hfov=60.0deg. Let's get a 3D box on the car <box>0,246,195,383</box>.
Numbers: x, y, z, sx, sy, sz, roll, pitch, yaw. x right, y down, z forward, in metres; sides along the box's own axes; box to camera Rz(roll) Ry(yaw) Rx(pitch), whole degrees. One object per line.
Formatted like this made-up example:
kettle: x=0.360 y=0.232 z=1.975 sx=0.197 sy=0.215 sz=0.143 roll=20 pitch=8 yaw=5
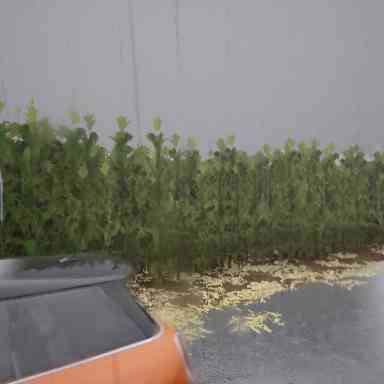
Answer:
car: x=-2.199 y=1.353 z=2.100 sx=4.553 sy=1.767 sz=2.097 roll=0 pitch=0 yaw=-34
